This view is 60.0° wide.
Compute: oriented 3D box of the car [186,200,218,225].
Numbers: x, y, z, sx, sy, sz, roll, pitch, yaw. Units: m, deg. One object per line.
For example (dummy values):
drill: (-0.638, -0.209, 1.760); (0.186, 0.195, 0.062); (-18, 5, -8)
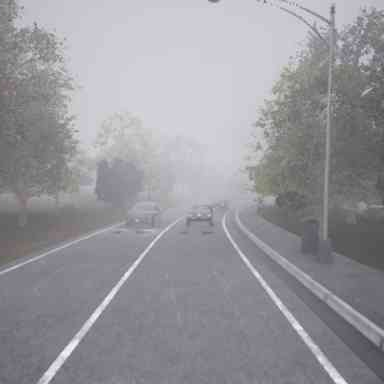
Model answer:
car: (0.664, 1.524, 23.700); (2.033, 1.411, 5.357); (0, 0, 4)

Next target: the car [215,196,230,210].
car: (3.714, 1.591, 42.983); (1.895, 1.301, 4.718); (1, 0, 13)

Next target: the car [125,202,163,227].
car: (-3.096, 1.461, 22.235); (1.837, 1.490, 4.892); (0, 0, 4)

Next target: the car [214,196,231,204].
car: (5.683, 1.505, 61.747); (1.994, 1.385, 4.181); (2, 0, 21)
